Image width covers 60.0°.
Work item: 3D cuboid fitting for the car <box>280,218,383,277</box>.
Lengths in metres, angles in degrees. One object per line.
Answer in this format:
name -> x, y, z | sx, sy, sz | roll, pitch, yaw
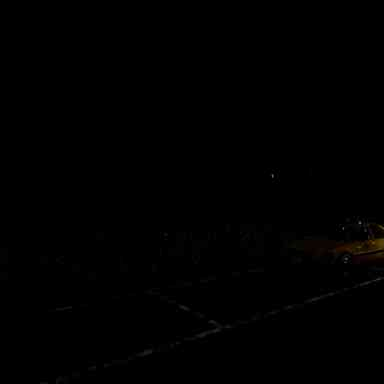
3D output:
car -> 4.767, 1.521, 10.203 | 4.829, 1.417, 1.752 | 0, -1, -34
